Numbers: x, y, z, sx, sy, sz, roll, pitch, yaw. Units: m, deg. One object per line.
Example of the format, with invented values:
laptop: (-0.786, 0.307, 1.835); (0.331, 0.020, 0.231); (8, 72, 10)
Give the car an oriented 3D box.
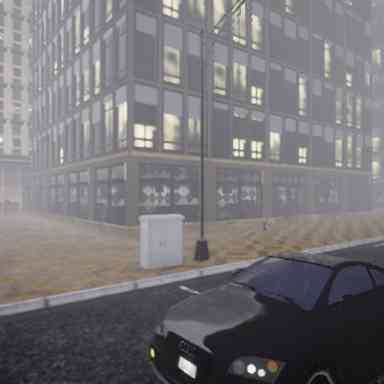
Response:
car: (1.534, 1.589, 4.577); (4.181, 1.385, 1.994); (0, 0, -37)
